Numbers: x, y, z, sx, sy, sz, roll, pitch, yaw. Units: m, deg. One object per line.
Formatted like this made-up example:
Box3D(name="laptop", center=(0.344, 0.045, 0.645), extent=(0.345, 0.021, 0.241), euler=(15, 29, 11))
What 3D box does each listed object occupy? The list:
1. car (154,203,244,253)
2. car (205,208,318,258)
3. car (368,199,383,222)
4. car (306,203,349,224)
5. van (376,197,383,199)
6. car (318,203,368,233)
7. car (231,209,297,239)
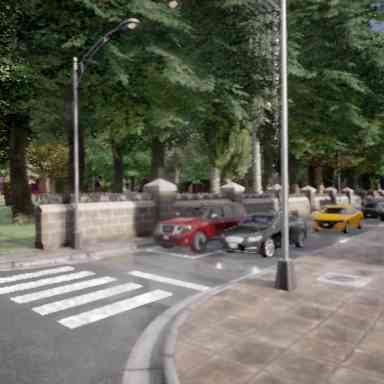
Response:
Box3D(name="car", center=(0.626, 1.408, 14.473), extent=(2.192, 1.841, 5.009), euler=(-1, -1, 40))
Box3D(name="car", center=(2.972, 1.573, 13.302), extent=(2.128, 1.511, 4.902), euler=(0, 0, 40))
Box3D(name="car", center=(15.784, 1.620, 28.544), extent=(1.882, 1.535, 5.008), euler=(0, 0, 40))
Box3D(name="car", center=(11.031, 1.666, 26.861), extent=(1.752, 1.417, 4.829), euler=(-1, -1, 40))
Box3D(name="van", center=(25.154, 1.568, 43.688), extent=(1.690, 1.788, 3.998), euler=(-1, -1, 40))
Box3D(name="car", center=(9.098, 1.585, 20.596), extent=(1.882, 1.535, 5.008), euler=(0, 0, 40))
Box3D(name="car", center=(4.133, 1.689, 18.643), extent=(1.802, 1.307, 4.206), euler=(-1, -1, 40))
